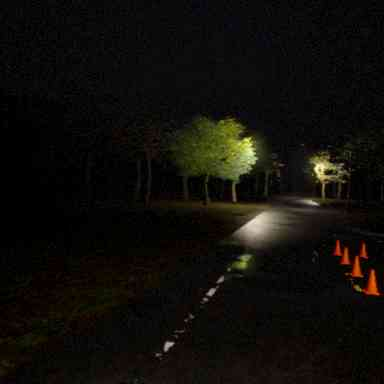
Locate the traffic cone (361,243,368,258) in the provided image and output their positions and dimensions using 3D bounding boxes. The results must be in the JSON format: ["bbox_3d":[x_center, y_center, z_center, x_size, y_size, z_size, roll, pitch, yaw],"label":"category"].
[{"bbox_3d":[7.184,2.430,13.936,0.340,0.580,0.340,3,0,16],"label":"traffic cone"}]

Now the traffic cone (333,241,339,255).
[{"bbox_3d":[6.224,2.381,14.212,0.340,0.580,0.340,3,0,16],"label":"traffic cone"}]

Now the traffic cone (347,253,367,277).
[{"bbox_3d":[5.123,2.305,10.367,0.340,0.580,0.340,3,0,16],"label":"traffic cone"}]

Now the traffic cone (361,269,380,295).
[{"bbox_3d":[4.572,2.266,8.445,0.340,0.580,0.340,3,0,16],"label":"traffic cone"}]

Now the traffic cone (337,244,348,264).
[{"bbox_3d":[5.673,2.343,12.290,0.340,0.580,0.340,3,0,16],"label":"traffic cone"}]
